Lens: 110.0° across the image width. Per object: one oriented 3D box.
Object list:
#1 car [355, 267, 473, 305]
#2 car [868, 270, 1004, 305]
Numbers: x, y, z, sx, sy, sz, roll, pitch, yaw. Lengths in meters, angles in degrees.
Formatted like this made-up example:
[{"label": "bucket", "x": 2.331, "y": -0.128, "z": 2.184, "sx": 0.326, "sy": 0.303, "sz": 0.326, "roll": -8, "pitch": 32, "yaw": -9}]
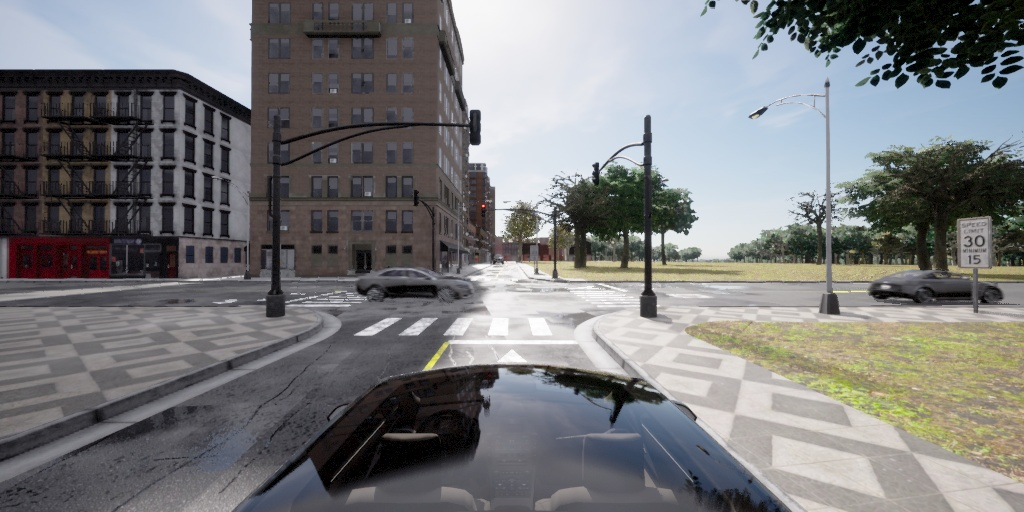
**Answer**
[{"label": "car", "x": -4.156, "y": 1.219, "z": 15.461, "sx": 4.902, "sy": 1.511, "sz": 2.128, "roll": 1, "pitch": -1, "yaw": 0}, {"label": "car", "x": 18.135, "y": 1.289, "z": 15.467, "sx": 4.181, "sy": 1.385, "sz": 1.994, "roll": 0, "pitch": -1, "yaw": 0}]
